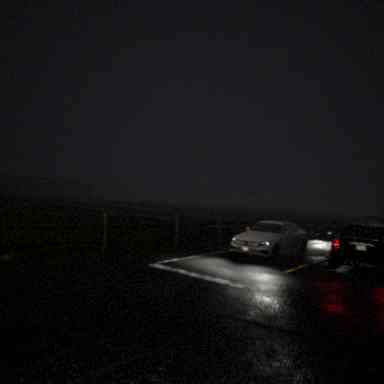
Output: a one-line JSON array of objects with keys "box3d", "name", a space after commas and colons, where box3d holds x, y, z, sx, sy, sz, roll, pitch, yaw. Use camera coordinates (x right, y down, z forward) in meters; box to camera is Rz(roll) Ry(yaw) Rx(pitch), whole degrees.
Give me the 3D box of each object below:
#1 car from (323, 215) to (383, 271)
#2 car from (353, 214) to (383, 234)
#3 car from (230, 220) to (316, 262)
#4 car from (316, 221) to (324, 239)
[{"box3d": [6.778, 1.912, 12.425, 2.097, 1.767, 4.553, 2, -1, 38], "name": "car"}, {"box3d": [16.217, 2.825, 30.019, 1.882, 1.535, 5.008, 2, -1, 39], "name": "car"}, {"box3d": [3.456, 1.941, 14.206, 1.812, 1.442, 4.674, 2, -1, 39], "name": "car"}, {"box3d": [9.708, 2.436, 21.967, 1.994, 1.385, 4.181, 2, -1, 39], "name": "car"}]
